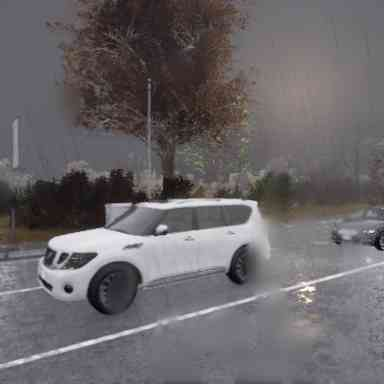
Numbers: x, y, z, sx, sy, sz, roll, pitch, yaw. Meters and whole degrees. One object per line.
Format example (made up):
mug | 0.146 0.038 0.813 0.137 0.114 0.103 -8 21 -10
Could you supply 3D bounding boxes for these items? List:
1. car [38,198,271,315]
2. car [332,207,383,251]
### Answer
car | -0.556 1.199 7.891 5.566 2.045 2.150 0 0 -35
car | 7.745 1.403 13.770 4.902 1.511 2.128 -1 0 -35
